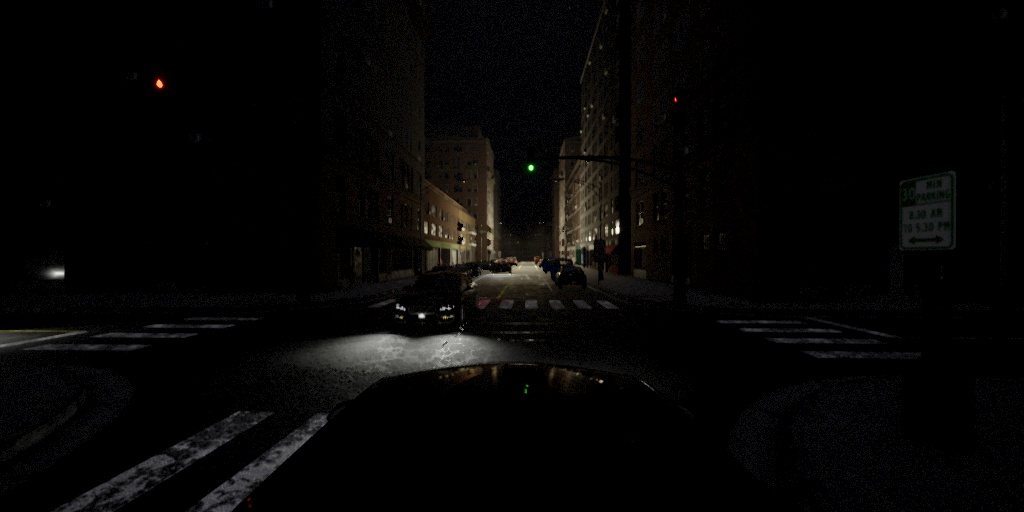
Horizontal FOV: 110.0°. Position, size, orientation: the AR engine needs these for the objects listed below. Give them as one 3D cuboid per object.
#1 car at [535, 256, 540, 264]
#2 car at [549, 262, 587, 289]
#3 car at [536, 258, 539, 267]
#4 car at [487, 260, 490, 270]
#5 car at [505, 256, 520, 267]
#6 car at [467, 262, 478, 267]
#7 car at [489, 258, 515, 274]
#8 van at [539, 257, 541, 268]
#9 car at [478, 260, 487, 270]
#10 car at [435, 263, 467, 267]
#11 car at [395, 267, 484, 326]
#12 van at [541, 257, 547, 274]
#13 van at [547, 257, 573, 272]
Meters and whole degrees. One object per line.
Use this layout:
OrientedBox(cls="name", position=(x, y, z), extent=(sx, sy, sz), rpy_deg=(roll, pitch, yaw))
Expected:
OrientedBox(cls="car", position=(5.423, 1.191, 62.545), extent=(1.751, 1.417, 4.829), rpy_deg=(0, 0, 3))
OrientedBox(cls="car", position=(3.641, 1.276, 22.638), extent=(2.007, 1.370, 4.403), rpy_deg=(0, 0, 3))
OrientedBox(cls="car", position=(5.162, 1.257, 56.698), extent=(1.802, 1.307, 4.207), rpy_deg=(0, 0, 3))
OrientedBox(cls="car", position=(-3.362, 1.238, 45.703), extent=(2.007, 1.370, 4.403), rpy_deg=(0, 0, 3))
OrientedBox(cls="car", position=(-0.031, 0.951, 61.141), extent=(2.097, 1.767, 4.553), rpy_deg=(0, 0, 3))
OrientedBox(cls="car", position=(-4.123, 1.294, 28.672), extent=(1.802, 1.307, 4.207), rpy_deg=(0, 0, 3))
OrientedBox(cls="car", position=(-1.017, 1.265, 39.118), extent=(1.994, 1.385, 4.181), rpy_deg=(0, 0, 3))
OrientedBox(cls="van", position=(4.655, 1.033, 45.345), extent=(1.690, 1.789, 3.998), rpy_deg=(0, 0, 3))
OrientedBox(cls="car", position=(-3.869, 1.270, 34.349), extent=(1.948, 1.339, 4.313), rpy_deg=(0, 0, 3))
OrientedBox(cls="car", position=(-4.376, 1.286, 22.996), extent=(1.948, 1.339, 4.313), rpy_deg=(0, 0, 3))
OrientedBox(cls="car", position=(-2.239, 1.296, 11.734), extent=(1.837, 1.490, 4.892), rpy_deg=(0, 0, 3))
OrientedBox(cls="van", position=(4.401, 1.042, 39.668), extent=(1.690, 1.789, 3.998), rpy_deg=(0, 0, 3))
OrientedBox(cls="van", position=(3.894, 1.059, 28.315), extent=(1.690, 1.789, 3.998), rpy_deg=(0, 0, 3))
